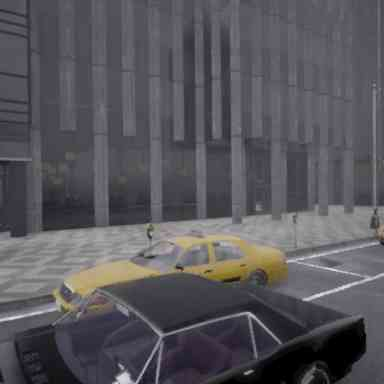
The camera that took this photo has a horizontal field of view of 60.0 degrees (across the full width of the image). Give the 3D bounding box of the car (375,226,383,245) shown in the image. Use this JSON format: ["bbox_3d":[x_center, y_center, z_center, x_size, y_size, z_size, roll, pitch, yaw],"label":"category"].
[{"bbox_3d":[9.085,1.340,13.208,4.829,1.417,1.752,-1,0,-35],"label":"car"}]

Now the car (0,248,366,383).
[{"bbox_3d":[-0.495,1.586,3.023,4.718,1.301,1.895,-1,0,-35],"label":"car"}]

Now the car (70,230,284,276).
[{"bbox_3d":[-0.142,1.480,6.665,4.829,1.417,1.752,-1,0,-34],"label":"car"}]
